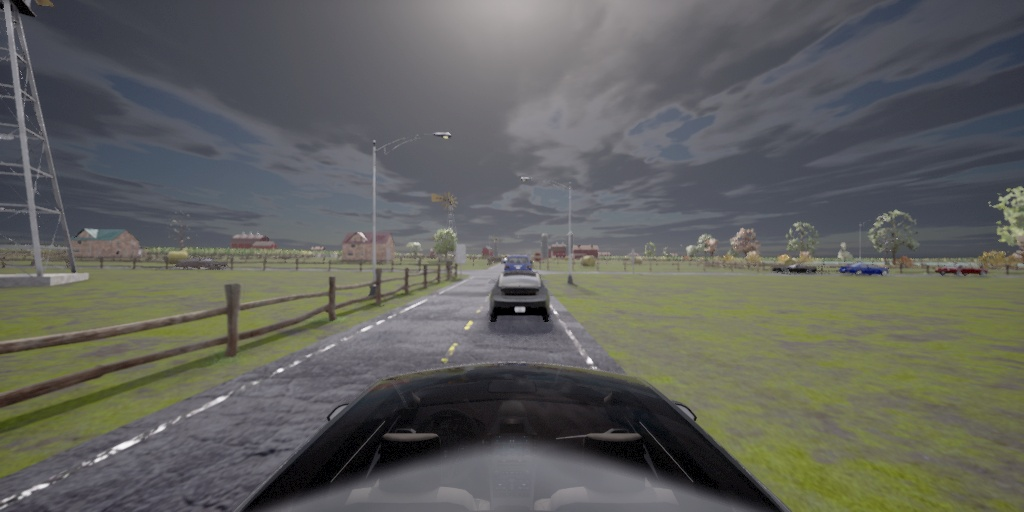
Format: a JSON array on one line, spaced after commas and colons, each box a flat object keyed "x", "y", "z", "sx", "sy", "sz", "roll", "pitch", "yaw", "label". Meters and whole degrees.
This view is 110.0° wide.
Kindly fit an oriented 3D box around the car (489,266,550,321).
[{"x": 0.258, "y": 1.260, "z": 12.550, "sx": 1.837, "sy": 1.490, "sz": 4.892, "roll": 0, "pitch": 0, "yaw": 1, "label": "car"}]

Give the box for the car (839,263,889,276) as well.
[{"x": 43.271, "y": 1.635, "z": 44.092, "sx": 5.008, "sy": 1.535, "sz": 1.882, "roll": 1, "pitch": -1, "yaw": 1, "label": "car"}]

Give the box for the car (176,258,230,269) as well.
[{"x": -37.945, "y": 0.918, "z": 44.077, "sx": 5.357, "sy": 1.411, "sz": 2.033, "roll": 1, "pitch": -1, "yaw": 0, "label": "car"}]

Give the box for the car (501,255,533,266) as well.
[{"x": 0.481, "y": 0.981, "z": 28.898, "sx": 2.150, "sy": 2.045, "sz": 5.566, "roll": 0, "pitch": 0, "yaw": 1, "label": "car"}]

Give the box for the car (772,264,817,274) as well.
[{"x": 36.847, "y": 1.730, "z": 46.949, "sx": 4.718, "sy": 1.301, "sz": 1.895, "roll": 1, "pitch": -1, "yaw": 0, "label": "car"}]
